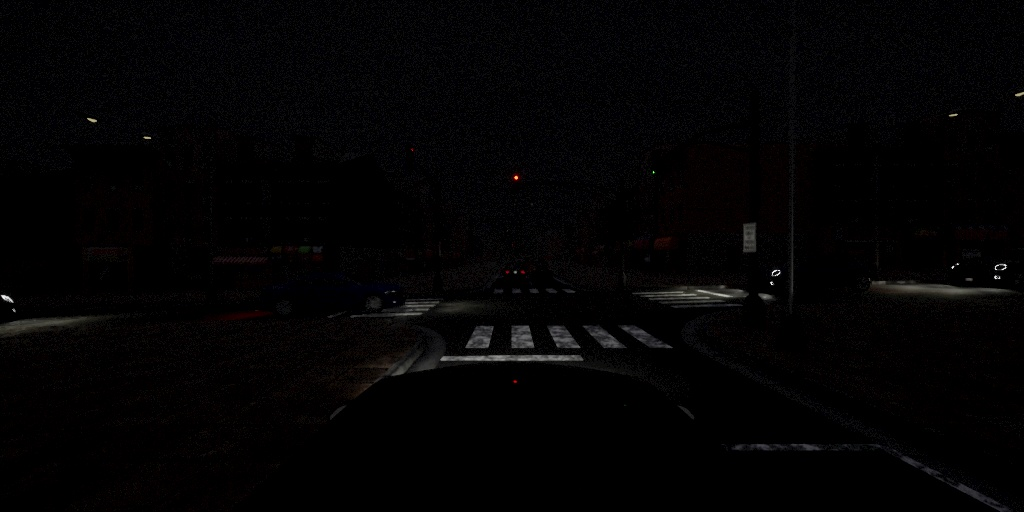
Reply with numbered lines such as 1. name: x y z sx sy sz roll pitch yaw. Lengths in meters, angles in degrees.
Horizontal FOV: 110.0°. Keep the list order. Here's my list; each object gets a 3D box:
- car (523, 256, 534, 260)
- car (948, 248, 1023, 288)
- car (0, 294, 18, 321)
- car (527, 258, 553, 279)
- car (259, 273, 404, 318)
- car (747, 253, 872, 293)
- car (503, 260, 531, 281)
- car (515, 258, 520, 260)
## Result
1. car: 2.634 1.112 38.567 2.192 1.841 5.009 0 0 0
2. car: 23.077 0.433 16.351 4.553 1.767 2.097 -1 0 0
3. car: -21.697 1.764 13.317 4.553 1.767 2.097 -2 0 0
4. car: 2.635 1.224 33.166 1.967 1.591 4.097 0 0 0
5. car: -6.759 1.384 13.771 5.008 1.535 1.882 -2 0 -7
6. car: 13.359 0.685 16.355 4.553 1.767 2.097 -1 0 1
7. car: 0.197 1.327 30.728 2.033 1.411 5.357 0 0 -1
8. car: 0.095 1.402 63.867 1.812 1.442 4.674 0 0 0
